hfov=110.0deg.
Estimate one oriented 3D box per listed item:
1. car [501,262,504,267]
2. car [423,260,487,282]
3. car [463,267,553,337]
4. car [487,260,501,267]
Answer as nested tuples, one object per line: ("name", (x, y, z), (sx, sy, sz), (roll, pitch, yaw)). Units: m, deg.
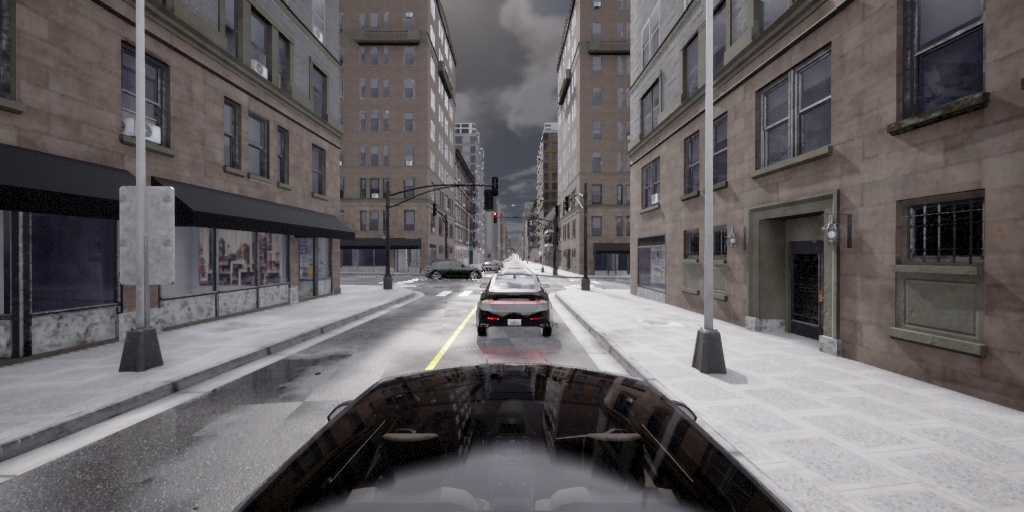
("car", (-2.617, 1.332, 53.919), (1.837, 1.490, 4.892), (0, 0, 0))
("car", (-4.744, 1.106, 29.077), (4.553, 1.767, 2.097), (1, 0, -26))
("car", (0.075, 1.243, 10.311), (2.128, 1.511, 4.902), (0, 0, 1))
("car", (-2.713, 1.371, 43.967), (1.994, 1.385, 4.181), (0, 0, 1))
